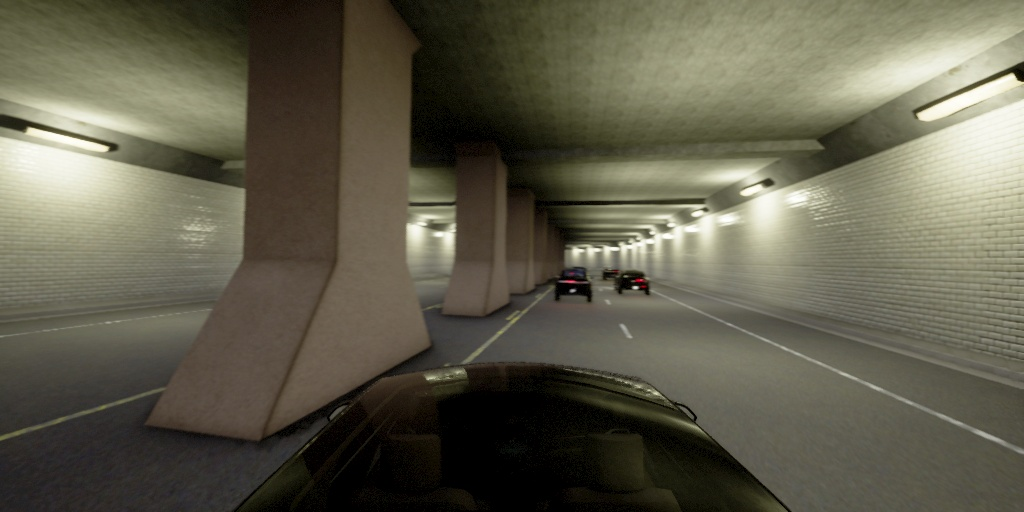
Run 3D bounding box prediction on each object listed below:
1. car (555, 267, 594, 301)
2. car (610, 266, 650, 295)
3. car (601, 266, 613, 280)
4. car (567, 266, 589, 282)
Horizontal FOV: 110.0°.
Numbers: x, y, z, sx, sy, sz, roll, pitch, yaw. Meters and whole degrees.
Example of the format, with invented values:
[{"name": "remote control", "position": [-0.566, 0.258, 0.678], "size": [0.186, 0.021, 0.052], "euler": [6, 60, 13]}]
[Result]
[{"name": "car", "position": [3.388, 1.492, 19.459], "size": [2.128, 1.511, 4.902], "euler": [1, -1, 11]}, {"name": "car", "position": [7.747, 1.638, 23.450], "size": [1.837, 1.490, 4.892], "euler": [1, -1, 11]}, {"name": "car", "position": [10.867, 1.850, 39.232], "size": [2.128, 1.511, 4.902], "euler": [1, 0, 11]}, {"name": "car", "position": [6.729, 1.788, 36.355], "size": [2.033, 1.411, 5.357], "euler": [1, -1, 11]}]
